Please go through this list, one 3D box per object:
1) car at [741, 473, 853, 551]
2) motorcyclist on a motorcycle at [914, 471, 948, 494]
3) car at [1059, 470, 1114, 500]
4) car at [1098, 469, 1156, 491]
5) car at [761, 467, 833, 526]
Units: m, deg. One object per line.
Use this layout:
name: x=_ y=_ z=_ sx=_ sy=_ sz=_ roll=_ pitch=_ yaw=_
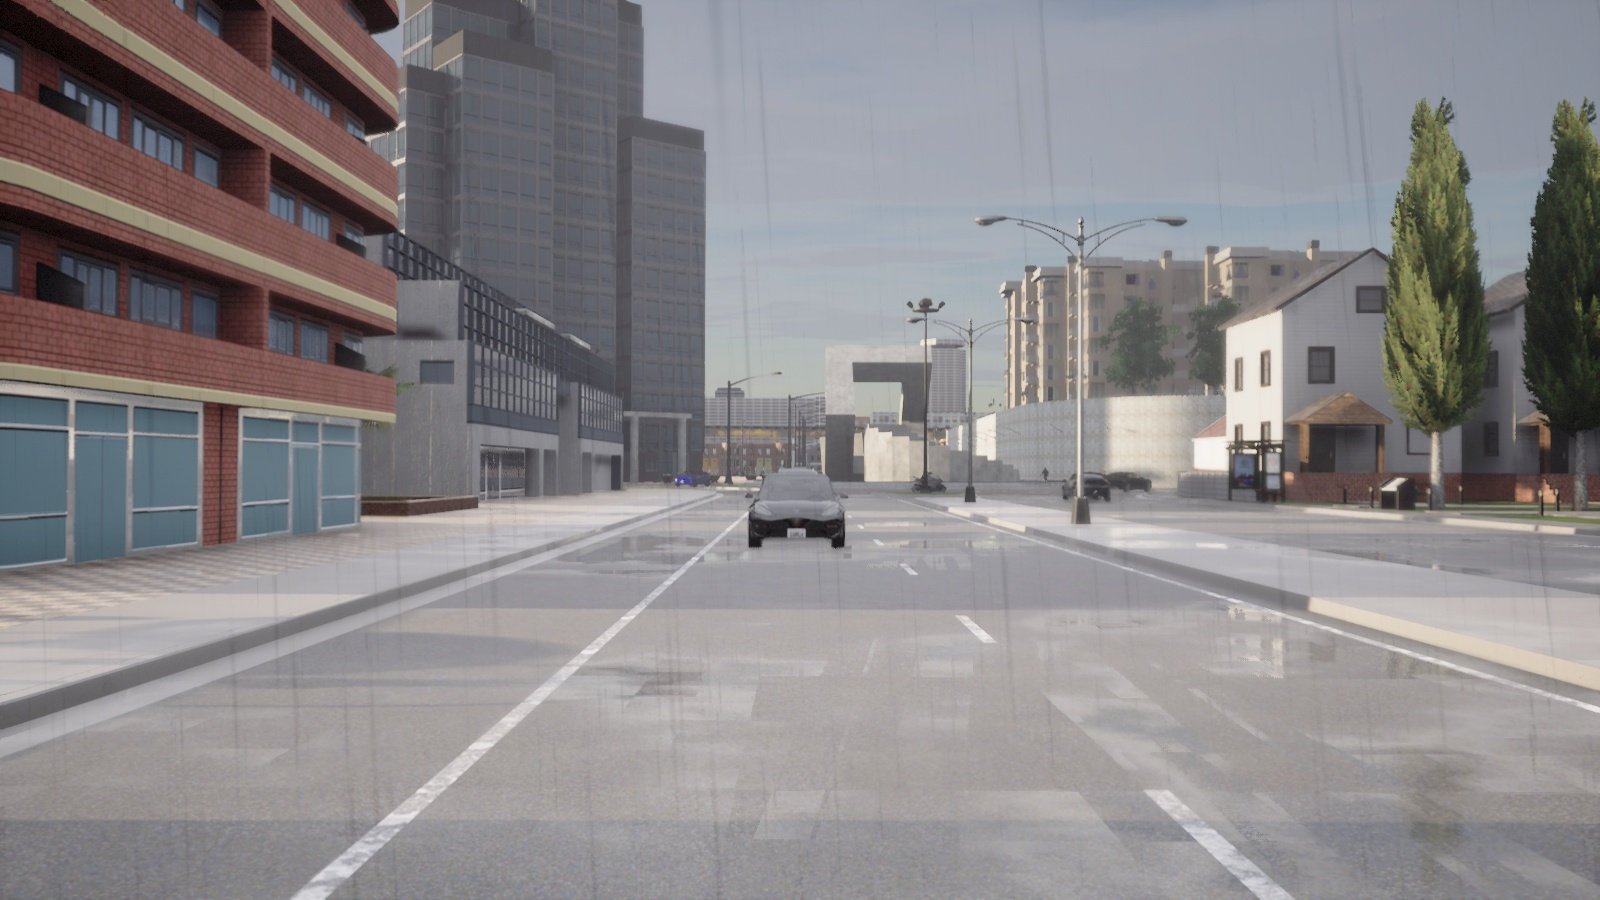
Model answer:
car: x=-0.061 y=1.242 z=26.564 sx=2.163 sy=1.488 sz=4.792 roll=0 pitch=-1 yaw=0
motorcyclist on a motorcycle: x=8.576 y=2.142 z=82.364 sx=2.191 sy=1.530 sz=0.866 roll=0 pitch=-1 yaw=4
car: x=14.949 y=1.818 z=65.738 sx=1.837 sy=1.490 sz=4.892 roll=0 pitch=-1 yaw=1
car: x=24.127 y=2.186 z=92.527 sx=1.882 sy=1.535 sz=5.008 roll=-1 pitch=-1 yaw=44
car: x=-0.093 y=1.359 z=38.126 sx=2.033 sy=1.649 sz=4.856 roll=0 pitch=-1 yaw=0
